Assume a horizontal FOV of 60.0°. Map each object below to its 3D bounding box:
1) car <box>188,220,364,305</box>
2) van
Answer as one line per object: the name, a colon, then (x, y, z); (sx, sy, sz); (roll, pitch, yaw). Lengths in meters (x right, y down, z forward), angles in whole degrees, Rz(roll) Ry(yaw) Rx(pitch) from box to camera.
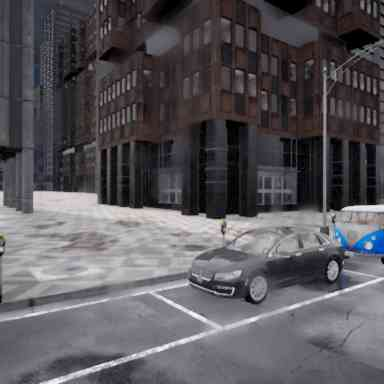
car: (1.938, 1.549, 8.019); (4.403, 1.369, 2.008); (0, 0, -35)
van: (6.444, 1.337, 11.218); (3.998, 1.788, 1.690); (0, 0, -35)
